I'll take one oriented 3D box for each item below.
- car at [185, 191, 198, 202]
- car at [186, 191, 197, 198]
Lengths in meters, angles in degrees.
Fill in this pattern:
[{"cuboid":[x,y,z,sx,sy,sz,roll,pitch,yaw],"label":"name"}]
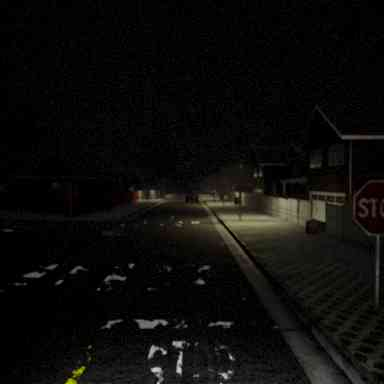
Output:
[{"cuboid":[-0.020,0.730,50.299,2.128,1.511,4.902,0,1,0],"label":"car"},{"cuboid":[-0.070,0.477,69.909,2.128,1.511,4.902,0,1,0],"label":"car"}]
